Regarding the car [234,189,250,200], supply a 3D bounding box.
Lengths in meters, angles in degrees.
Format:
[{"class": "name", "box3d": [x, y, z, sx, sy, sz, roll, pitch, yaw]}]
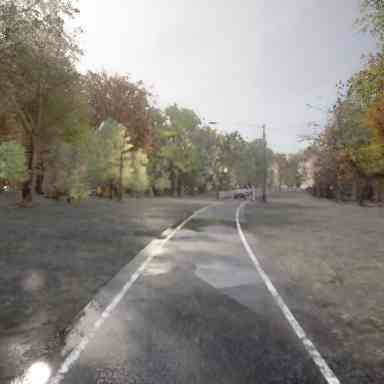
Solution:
[{"class": "car", "box3d": [7.961, 0.466, 54.730, 1.837, 1.490, 4.892, 0, 1, 14]}]
